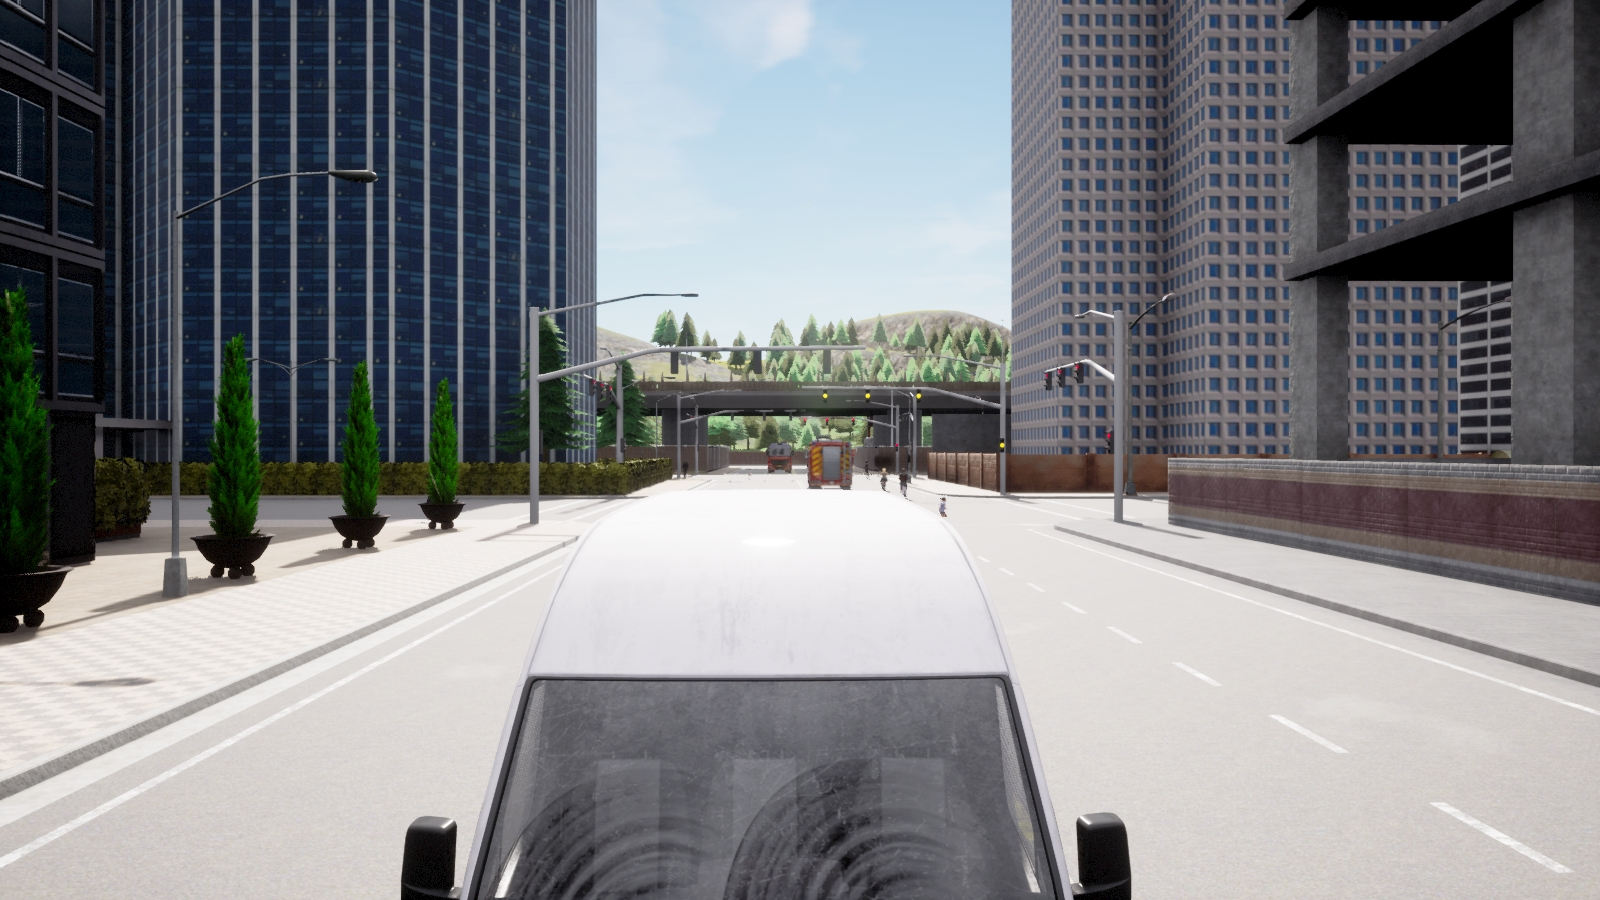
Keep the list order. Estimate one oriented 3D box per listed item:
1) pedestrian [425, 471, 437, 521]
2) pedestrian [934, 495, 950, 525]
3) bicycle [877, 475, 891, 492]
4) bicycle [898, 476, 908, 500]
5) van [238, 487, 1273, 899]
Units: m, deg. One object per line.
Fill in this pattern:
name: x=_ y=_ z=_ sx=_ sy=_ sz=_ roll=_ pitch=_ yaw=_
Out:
pedestrian: x=-13.671 y=1.696 z=42.345 sx=0.375 sy=1.860 sz=0.375 roll=0 pitch=0 yaw=-27
pedestrian: x=5.260 y=2.228 z=42.333 sx=0.500 sy=1.100 sz=0.500 roll=0 pitch=0 yaw=-5
bicycle: x=5.619 y=2.233 z=76.593 sx=0.859 sy=1.126 sz=1.487 roll=0 pitch=0 yaw=-1
bicycle: x=5.828 y=2.160 z=64.684 sx=0.329 sy=1.271 sz=1.835 roll=0 pitch=0 yaw=-1
van: x=-0.128 y=1.535 z=5.152 sx=1.988 sy=2.561 sz=5.915 roll=0 pitch=0 yaw=-1
